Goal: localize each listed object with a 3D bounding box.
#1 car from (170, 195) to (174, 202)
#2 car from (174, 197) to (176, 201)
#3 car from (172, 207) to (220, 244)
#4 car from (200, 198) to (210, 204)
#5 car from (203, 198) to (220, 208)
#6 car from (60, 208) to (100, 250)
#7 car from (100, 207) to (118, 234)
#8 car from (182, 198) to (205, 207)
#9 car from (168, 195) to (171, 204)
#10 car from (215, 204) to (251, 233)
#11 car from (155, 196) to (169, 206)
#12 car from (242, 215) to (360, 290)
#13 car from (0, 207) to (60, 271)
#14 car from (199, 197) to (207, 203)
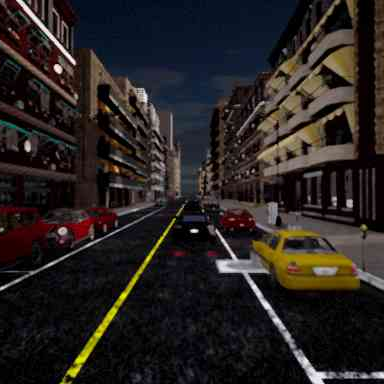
[{"bbox_3d":[-5.722,1.921,76.479,1.887,1.381,4.507,0,0,0],"label":"car"},{"bbox_3d":[-5.725,1.746,87.753,2.192,1.841,5.009,0,0,0],"label":"car"},{"bbox_3d":[0.094,1.646,16.180,1.994,1.385,4.181,0,0,0],"label":"car"},{"bbox_3d":[2.661,1.916,70.842,1.947,1.339,4.313,0,0,0],"label":"car"},{"bbox_3d":[2.674,1.764,42.661,2.008,1.369,4.403,0,0,0],"label":"car"},{"bbox_3d":[-5.695,1.513,14.481,1.967,1.590,4.097,0,0,0],"label":"car"},{"bbox_3d":[-5.698,1.646,20.118,1.887,1.381,4.507,0,0,0],"label":"car"},{"bbox_3d":[0.086,1.673,33.641,1.837,1.490,4.892,0,0,0],"label":"car"},{"bbox_3d":[-5.717,1.873,65.207,2.008,1.369,4.403,0,0,0],"label":"car"},{"bbox_3d":[2.683,1.646,20.117,1.887,1.381,4.507,0,0,0],"label":"car"},{"bbox_3d":[-5.714,1.846,59.570,2.008,1.369,4.403,0,0,0],"label":"car"},{"bbox_3d":[2.687,1.571,9.015,1.752,1.417,4.829,0,0,0],"label":"car"},{"bbox_3d":[-5.692,1.360,8.846,2.192,1.841,5.009,0,0,0],"label":"car"},{"bbox_3d":[2.657,1.986,82.115,1.802,1.307,4.206,0,0,0],"label":"car"}]
